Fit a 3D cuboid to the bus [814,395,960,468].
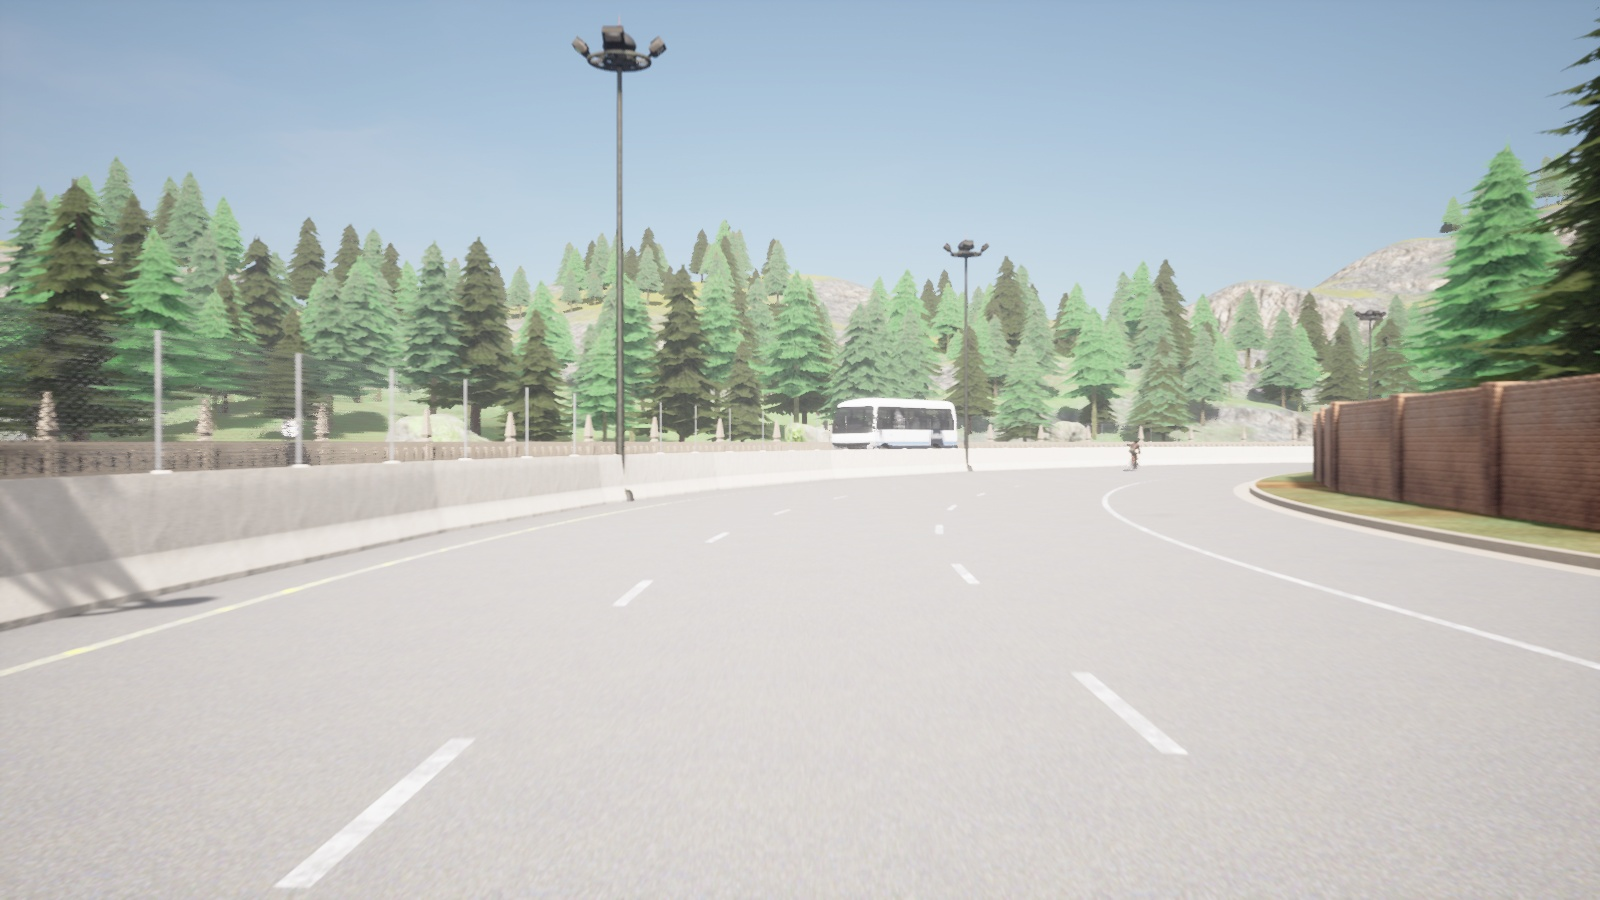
[{"bbox_3d":[5.590,-1.075,78.636,3.944,4.253,10.273,-1,0,38],"label":"bus"}]
